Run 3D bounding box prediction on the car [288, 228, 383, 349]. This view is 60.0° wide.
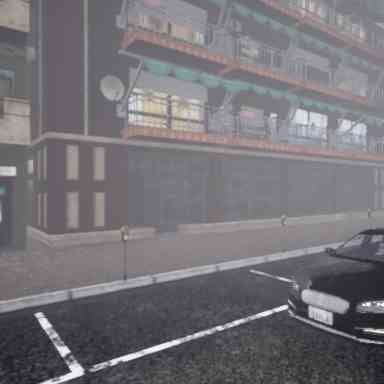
[{"bbox_3d":[3.790,1.445,6.084,4.902,1.511,2.128,0,0,-36],"label":"car"}]
